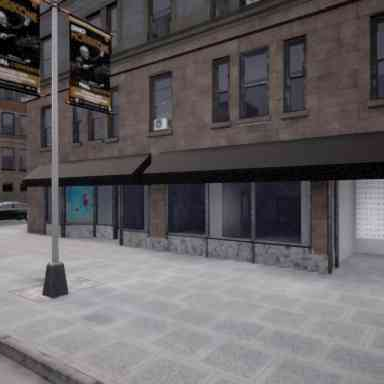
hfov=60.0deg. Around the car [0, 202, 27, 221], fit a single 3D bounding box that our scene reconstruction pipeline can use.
[{"bbox_3d":[-14.125,1.542,25.231,1.837,1.490,4.892,0,0,37],"label":"car"}]
